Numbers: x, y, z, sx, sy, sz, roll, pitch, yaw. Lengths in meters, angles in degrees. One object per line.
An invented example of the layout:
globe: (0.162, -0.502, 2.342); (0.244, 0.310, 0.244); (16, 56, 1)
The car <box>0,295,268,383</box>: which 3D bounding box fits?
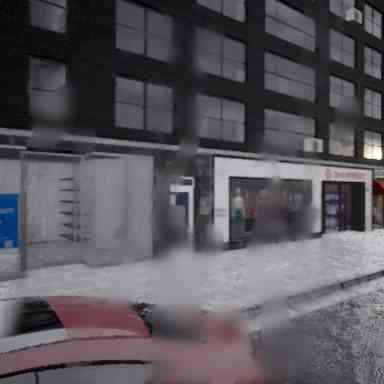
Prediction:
car: (-1.523, 1.525, 1.979); (4.674, 1.442, 1.812); (0, 0, -35)
